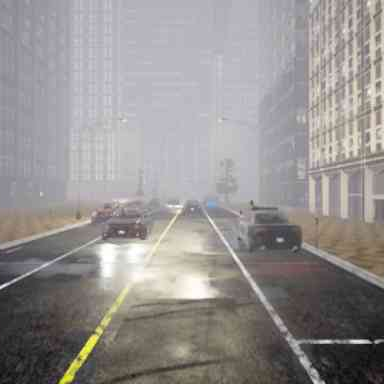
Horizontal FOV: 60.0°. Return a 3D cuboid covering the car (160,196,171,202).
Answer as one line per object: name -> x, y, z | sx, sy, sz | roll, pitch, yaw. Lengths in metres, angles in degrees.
car -> -5.819, 1.560, 74.258 | 2.008, 1.369, 4.403 | 1, 0, 0

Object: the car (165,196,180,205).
car -> -3.068, 1.574, 56.934 | 1.994, 1.385, 4.181 | 0, 0, 0

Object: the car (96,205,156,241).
car -> -3.101, 1.568, 16.592 | 1.994, 1.385, 4.181 | 0, 0, 0

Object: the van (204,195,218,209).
van -> 2.697, 1.351, 46.041 | 1.690, 1.788, 3.998 | 1, 0, 0

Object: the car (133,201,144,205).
car -> -5.685, 1.589, 29.118 | 1.802, 1.307, 4.206 | 1, 0, 0

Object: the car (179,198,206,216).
car -> 0.051, 1.573, 33.115 | 1.994, 1.385, 4.181 | 0, 0, 1

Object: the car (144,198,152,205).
car -> -5.686, 1.574, 34.761 | 1.947, 1.339, 4.313 | 1, 0, 0

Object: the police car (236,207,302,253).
police car -> 2.999, 1.430, 13.918 | 1.930, 1.638, 5.238 | 0, 0, 0

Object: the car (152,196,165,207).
car -> -5.688, 1.576, 51.689 | 1.947, 1.339, 4.313 | 1, 0, 0

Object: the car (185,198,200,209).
car -> 0.033, 1.574, 46.175 | 1.994, 1.385, 4.181 | 0, 0, 0

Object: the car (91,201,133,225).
car -> -5.683, 1.446, 23.475 | 1.967, 1.590, 4.097 | 1, 0, 0

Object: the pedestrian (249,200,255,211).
pedestrian -> 2.999, 1.299, 16.935 | 0.375, 1.860, 0.375 | 1, -1, 0

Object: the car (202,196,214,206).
car -> 2.694, 1.451, 57.323 | 1.967, 1.590, 4.097 | 1, 0, 0
